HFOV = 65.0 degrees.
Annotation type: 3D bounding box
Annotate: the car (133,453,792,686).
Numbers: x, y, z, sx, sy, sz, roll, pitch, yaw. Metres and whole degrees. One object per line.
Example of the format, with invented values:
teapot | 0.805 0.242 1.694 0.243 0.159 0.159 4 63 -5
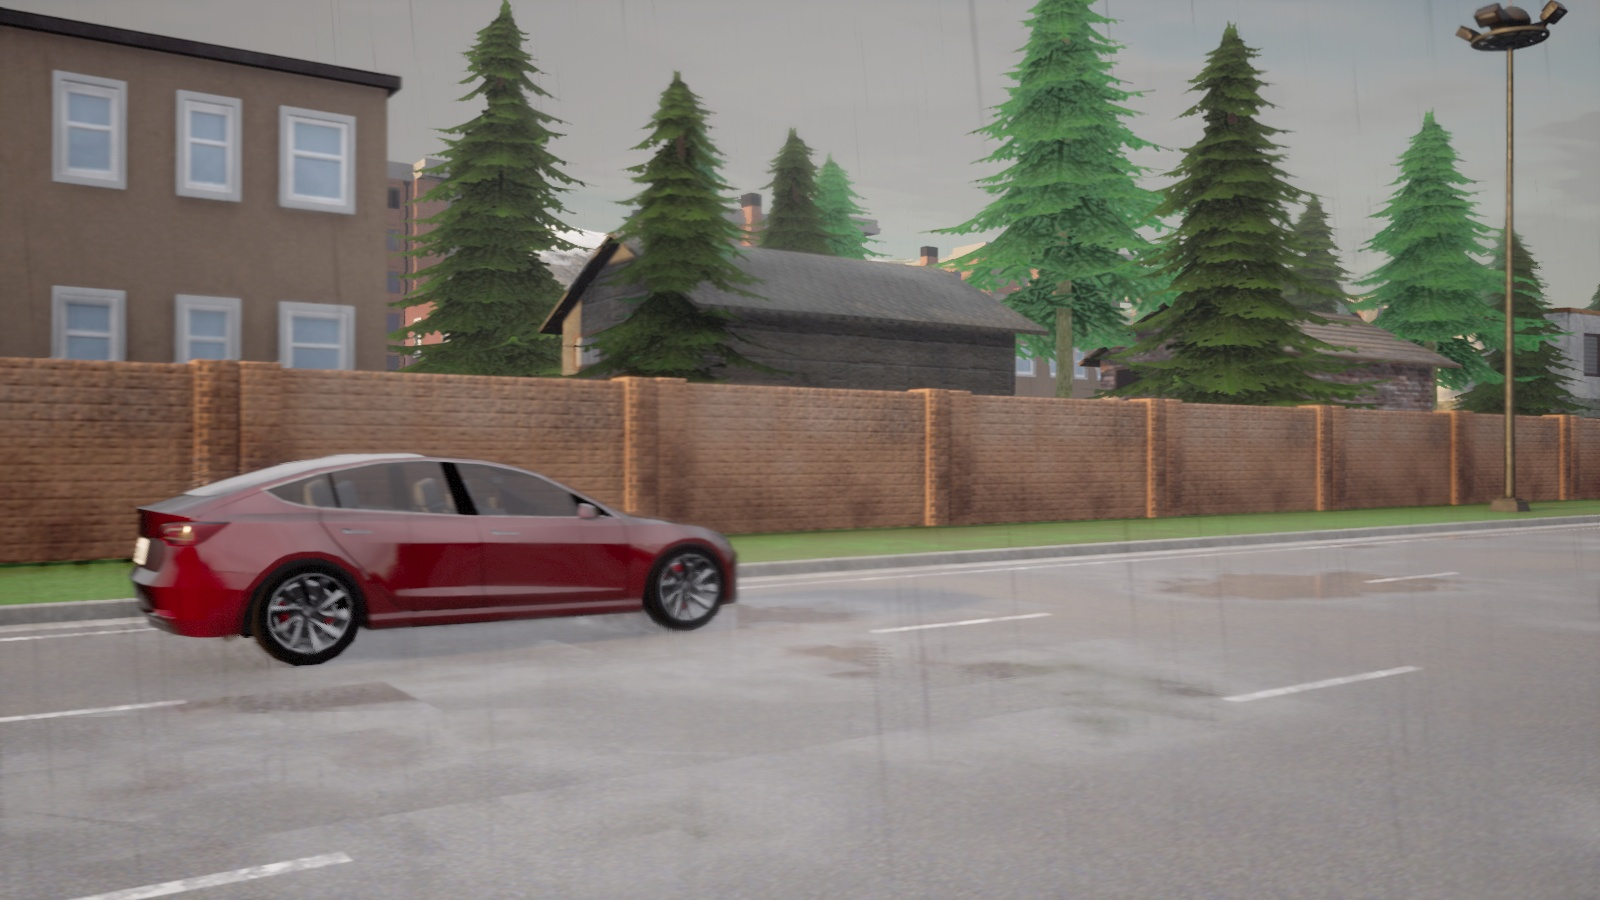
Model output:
car | -2.654 0.776 10.340 4.792 1.488 2.163 0 0 -35
